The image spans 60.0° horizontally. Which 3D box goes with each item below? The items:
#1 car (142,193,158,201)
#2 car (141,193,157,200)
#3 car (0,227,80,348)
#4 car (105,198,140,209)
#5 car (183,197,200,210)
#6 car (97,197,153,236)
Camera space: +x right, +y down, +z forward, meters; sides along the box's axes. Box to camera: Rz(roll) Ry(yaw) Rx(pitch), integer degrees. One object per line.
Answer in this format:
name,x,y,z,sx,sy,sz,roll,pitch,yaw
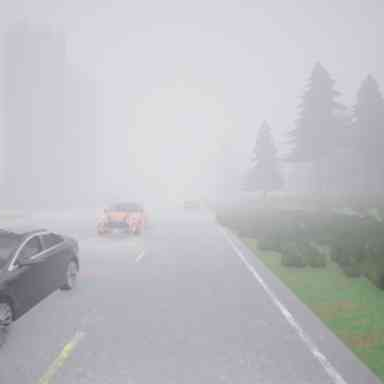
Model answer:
car,-9.775,1.320,77.078,3.988,1.617,1.851,0,0,-1
car,-12.182,1.158,93.916,3.866,1.878,1.905,0,0,-31
car,-3.614,1.479,6.178,2.128,1.511,4.902,0,0,0
car,-9.190,1.458,44.071,4.181,1.381,1.994,0,0,-1
car,-0.021,1.390,40.597,1.882,1.535,5.008,0,0,0
car,-3.628,1.315,18.180,2.097,1.767,4.553,0,0,0
